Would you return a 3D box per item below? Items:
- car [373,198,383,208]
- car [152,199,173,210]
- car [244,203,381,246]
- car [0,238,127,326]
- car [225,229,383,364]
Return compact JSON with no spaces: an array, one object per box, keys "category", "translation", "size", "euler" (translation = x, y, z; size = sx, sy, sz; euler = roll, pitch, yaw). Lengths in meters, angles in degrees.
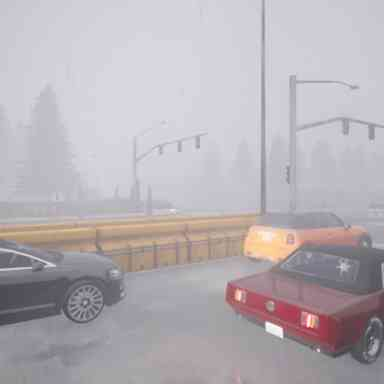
[{"category":"car","translation":[25.512,1.535,43.749],"size":[5.357,1.411,2.033],"euler":[0,0,-35]},{"category":"car","translation":[-4.243,1.558,43.989],"size":[1.994,1.385,4.181],"euler":[0,0,-36]},{"category":"car","translation":[3.884,1.349,10.829],"size":[4.553,1.767,2.097],"euler":[0,0,-36]},{"category":"car","translation":[-3.528,1.491,5.522],"size":[4.902,1.511,2.128],"euler":[0,0,-36]},{"category":"car","translation":[2.937,1.599,5.848],"size":[4.718,1.301,1.895],"euler":[0,0,-36]}]
